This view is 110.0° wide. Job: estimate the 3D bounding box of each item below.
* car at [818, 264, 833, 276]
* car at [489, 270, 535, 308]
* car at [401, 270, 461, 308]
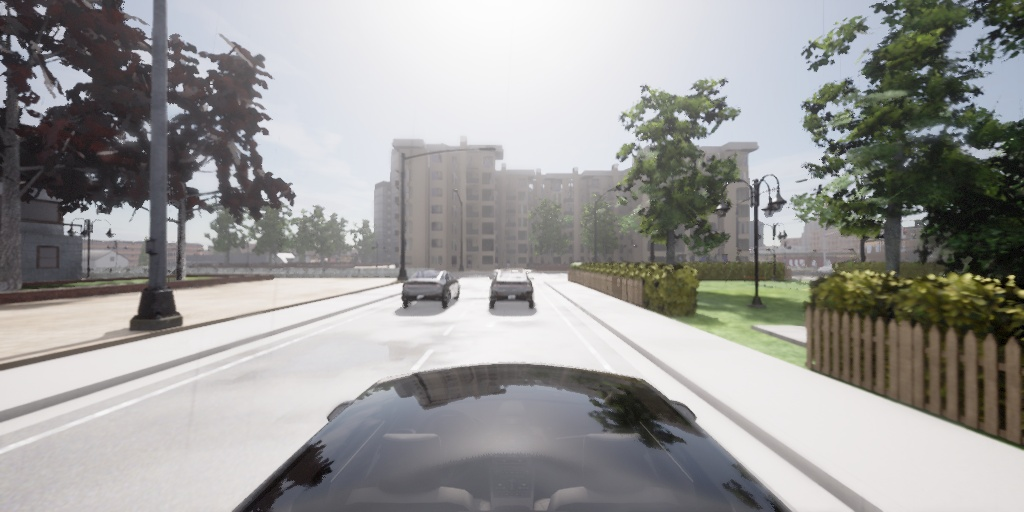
[{"bbox_3d":[37.521,1.654,40.894,4.674,1.442,1.812,0,-1,0],"label":"car"},{"bbox_3d":[-0.005,1.382,16.136,2.128,1.511,4.902,0,0,0],"label":"car"},{"bbox_3d":[-3.505,1.383,16.137,2.128,1.511,4.902,0,0,0],"label":"car"}]
